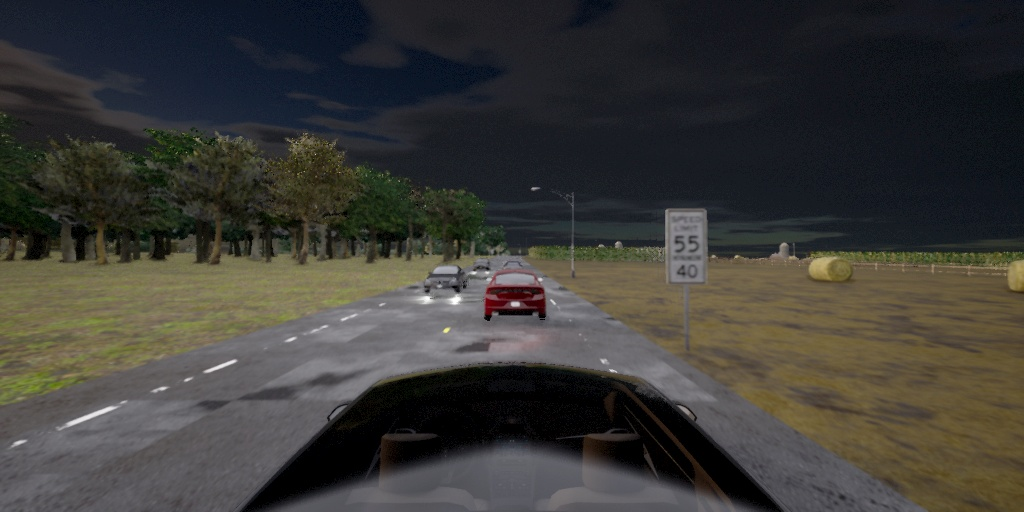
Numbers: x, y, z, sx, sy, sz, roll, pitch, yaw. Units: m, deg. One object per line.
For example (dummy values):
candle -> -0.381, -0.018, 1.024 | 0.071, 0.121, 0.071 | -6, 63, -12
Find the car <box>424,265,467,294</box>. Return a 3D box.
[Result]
car -> -3.588, 1.217, 20.048 | 1.812, 1.442, 4.674 | 0, 0, 0

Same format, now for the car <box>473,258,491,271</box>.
car -> -3.507, 1.016, 42.718 | 1.837, 1.490, 4.892 | 0, 0, 0

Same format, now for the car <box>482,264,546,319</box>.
car -> 0.098, 1.204, 12.663 | 1.882, 1.535, 5.008 | 0, 0, 0

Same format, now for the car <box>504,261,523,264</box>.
car -> 0.096, 1.148, 33.711 | 1.994, 1.385, 4.181 | 0, 1, 0
